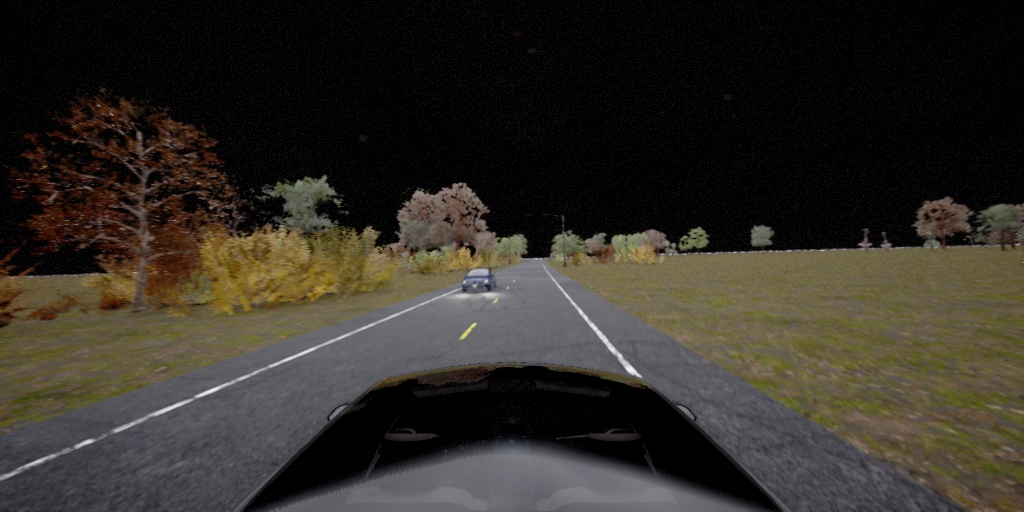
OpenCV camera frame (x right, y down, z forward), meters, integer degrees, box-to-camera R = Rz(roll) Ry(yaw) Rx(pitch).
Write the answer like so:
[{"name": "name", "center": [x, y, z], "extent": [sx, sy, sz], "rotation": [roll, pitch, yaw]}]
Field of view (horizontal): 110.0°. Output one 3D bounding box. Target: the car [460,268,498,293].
[{"name": "car", "center": [-2.115, 1.546, 24.012], "extent": [1.812, 1.442, 4.674], "rotation": [-2, 0, 4]}]
